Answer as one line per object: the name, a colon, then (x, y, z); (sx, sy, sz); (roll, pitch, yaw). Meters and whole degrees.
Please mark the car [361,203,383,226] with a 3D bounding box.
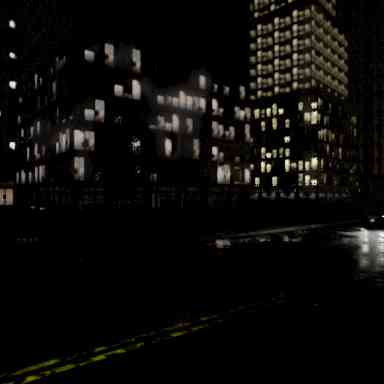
car: (12.970, 1.475, 21.967); (4.902, 1.511, 2.128); (0, 0, -39)
